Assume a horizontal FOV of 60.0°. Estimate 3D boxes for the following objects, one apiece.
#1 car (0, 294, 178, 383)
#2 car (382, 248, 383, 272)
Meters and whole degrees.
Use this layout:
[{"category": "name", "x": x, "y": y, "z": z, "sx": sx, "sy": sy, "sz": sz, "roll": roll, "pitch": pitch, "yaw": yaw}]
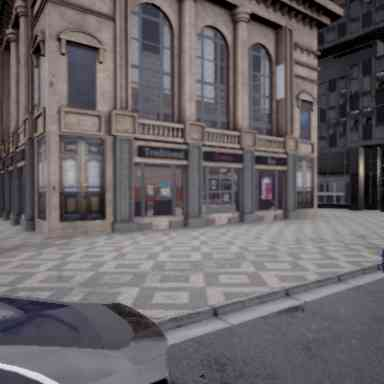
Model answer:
[{"category": "car", "x": -2.347, "y": 1.495, "z": 1.691, "sx": 4.902, "sy": 1.511, "sz": 2.128, "roll": 0, "pitch": 0, "yaw": -35}, {"category": "car", "x": 6.985, "y": 1.197, "z": 8.252, "sx": 5.566, "sy": 2.045, "sz": 2.150, "roll": 0, "pitch": 0, "yaw": -35}]
